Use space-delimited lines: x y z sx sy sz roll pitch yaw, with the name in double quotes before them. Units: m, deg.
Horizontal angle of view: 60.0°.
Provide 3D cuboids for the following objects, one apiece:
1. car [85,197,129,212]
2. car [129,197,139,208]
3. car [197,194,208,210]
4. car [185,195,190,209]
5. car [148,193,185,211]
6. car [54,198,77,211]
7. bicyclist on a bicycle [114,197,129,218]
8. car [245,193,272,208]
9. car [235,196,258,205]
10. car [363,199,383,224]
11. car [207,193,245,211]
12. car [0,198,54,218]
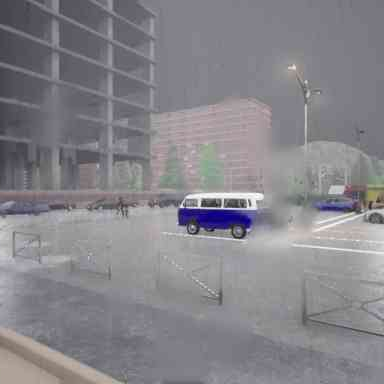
"car" -10.015 1.449 38.577 1.837 1.490 4.892 0 0 35
"car" -9.376 1.436 45.547 2.128 1.511 4.902 0 0 35
"car" 3.235 1.450 50.955 1.837 1.490 4.892 0 0 35
"car" -3.250 1.166 54.168 2.150 2.045 5.566 0 0 35
"car" -3.841 1.166 47.305 2.150 2.045 5.566 0 0 35
"car" -15.297 1.436 37.159 2.128 1.511 4.902 0 0 35
"bicyclist on a bicycle" -5.482 1.248 25.945 1.656 1.620 0.582 0 0 35
"car" 11.046 1.436 56.138 2.128 1.511 4.902 0 0 35
"car" 10.018 1.436 60.591 2.128 1.511 4.902 0 0 35
"car" 13.270 1.395 21.463 3.806 1.475 1.970 0 0 36
"car" 4.944 1.166 47.411 2.150 2.045 5.566 0 0 36
"car" -15.837 1.492 30.320 2.033 1.411 5.357 0 0 35
